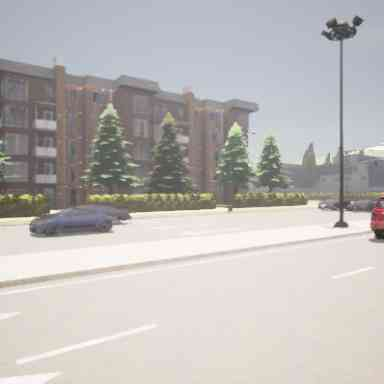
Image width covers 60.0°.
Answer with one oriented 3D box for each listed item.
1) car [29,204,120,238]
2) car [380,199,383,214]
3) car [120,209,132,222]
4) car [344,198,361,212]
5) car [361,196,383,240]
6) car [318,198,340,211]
[{"bbox_3d":[-6.388,1.552,17.848,4.181,1.385,1.994,0,0,-35],"label":"car"},{"bbox_3d":[20.828,1.427,33.036,4.892,1.490,1.837,0,0,-36],"label":"car"},{"bbox_3d":[-6.672,1.530,21.945,5.357,1.411,2.033,0,0,-35],"label":"car"},{"bbox_3d":[18.662,1.485,35.789,4.181,1.385,1.994,0,0,-36],"label":"car"},{"bbox_3d":[10.620,1.181,15.666,5.566,2.045,2.150,0,0,-35],"label":"car"},{"bbox_3d":[16.621,1.412,38.631,4.902,1.511,2.128,0,0,-36],"label":"car"}]
